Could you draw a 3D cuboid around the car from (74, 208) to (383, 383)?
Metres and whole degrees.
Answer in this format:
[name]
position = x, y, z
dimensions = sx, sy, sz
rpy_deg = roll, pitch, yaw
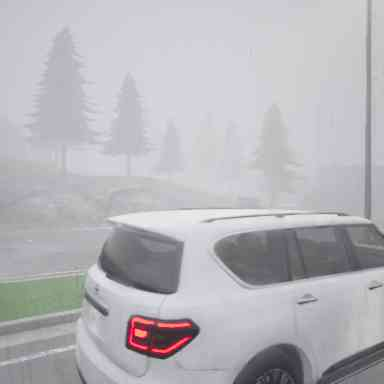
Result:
[car]
position = 1.360, 1.241, 4.486
dimensions = 5.566, 2.045, 2.150
rpy_deg = 0, 0, -33
